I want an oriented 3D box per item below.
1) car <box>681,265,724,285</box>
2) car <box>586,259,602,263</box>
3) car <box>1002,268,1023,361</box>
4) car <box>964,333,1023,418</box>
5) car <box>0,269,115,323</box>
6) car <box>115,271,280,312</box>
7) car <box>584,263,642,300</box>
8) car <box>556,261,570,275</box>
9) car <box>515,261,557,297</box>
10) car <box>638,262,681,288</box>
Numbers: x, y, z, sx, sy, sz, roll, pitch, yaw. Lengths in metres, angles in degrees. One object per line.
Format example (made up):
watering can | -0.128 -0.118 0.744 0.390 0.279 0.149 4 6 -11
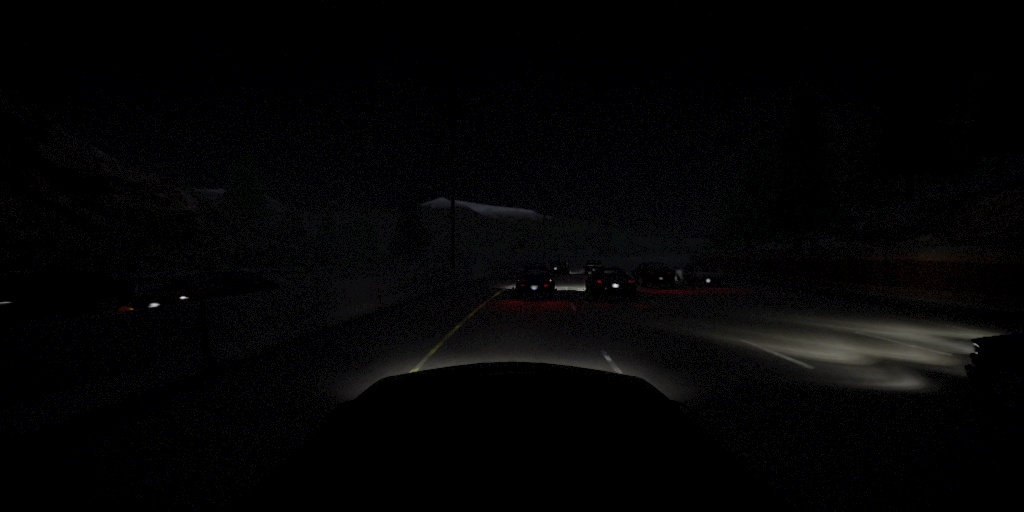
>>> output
car | 12.909 1.272 25.017 1.895 1.301 4.718 0 0 11
car | 8.281 1.079 36.082 2.128 1.511 4.902 0 0 15
car | 10.735 1.131 4.822 2.097 1.767 4.553 0 0 1
car | 7.183 1.253 2.819 1.882 1.535 5.008 0 0 1
car | -13.735 1.147 9.971 1.837 1.490 4.892 0 0 4
car | -10.063 1.209 12.210 1.994 1.385 4.181 0 0 4
car | 4.711 1.243 17.504 1.994 1.385 4.181 0 0 7
car | 4.582 1.137 35.720 1.994 1.385 4.181 0 0 14
car | 1.240 1.187 18.046 1.812 1.442 4.674 0 0 7
car | 9.074 1.142 23.328 1.882 1.535 5.008 0 0 9
